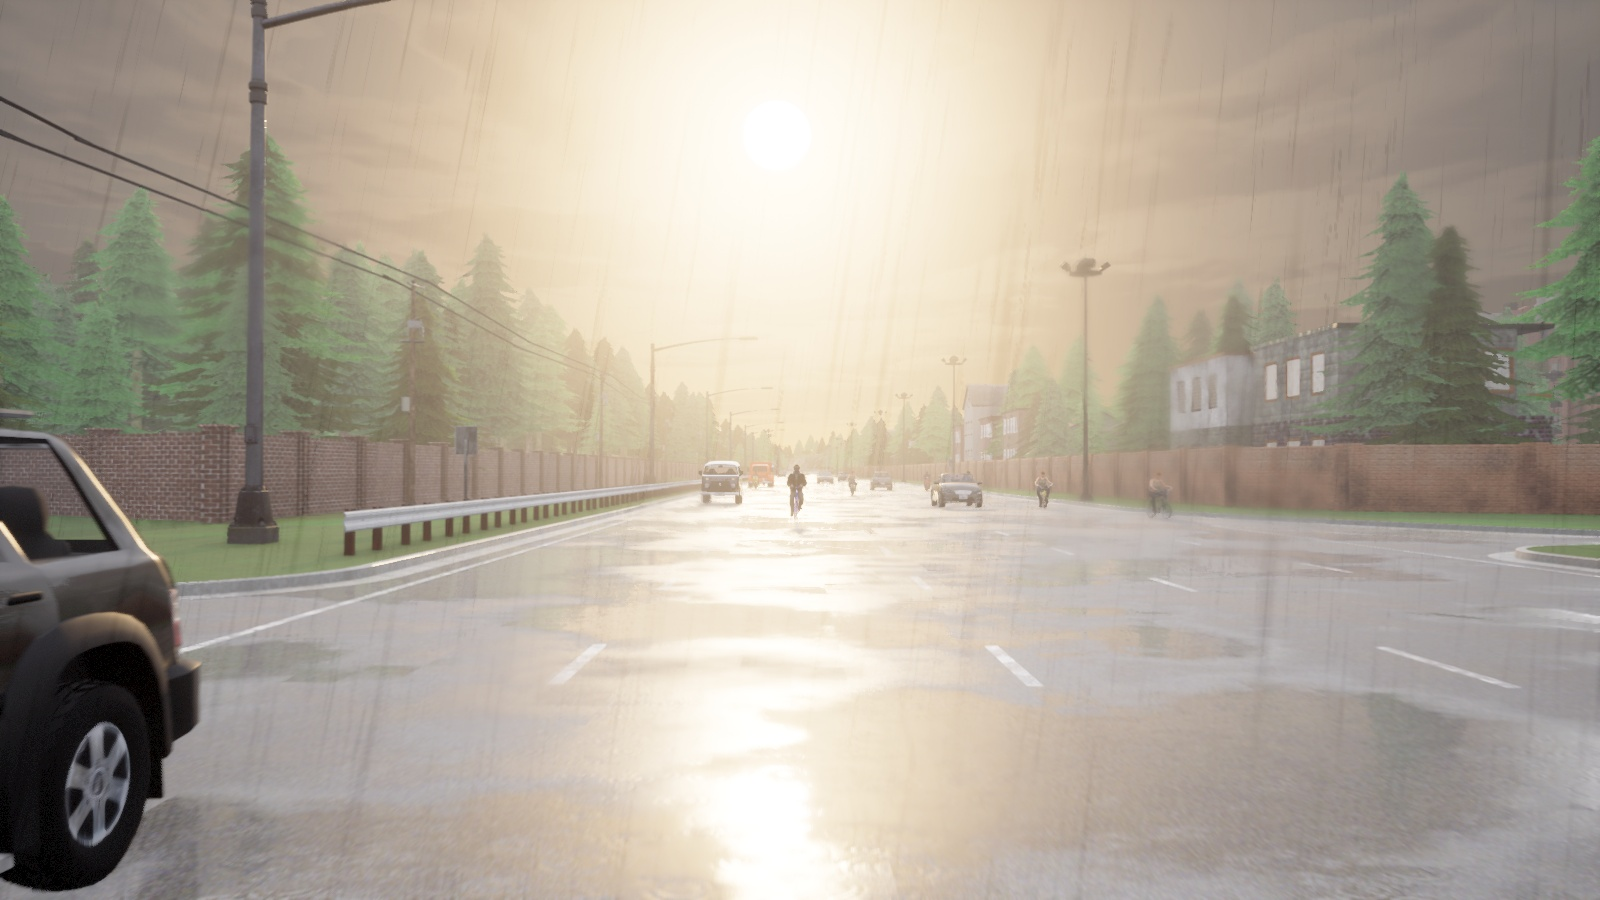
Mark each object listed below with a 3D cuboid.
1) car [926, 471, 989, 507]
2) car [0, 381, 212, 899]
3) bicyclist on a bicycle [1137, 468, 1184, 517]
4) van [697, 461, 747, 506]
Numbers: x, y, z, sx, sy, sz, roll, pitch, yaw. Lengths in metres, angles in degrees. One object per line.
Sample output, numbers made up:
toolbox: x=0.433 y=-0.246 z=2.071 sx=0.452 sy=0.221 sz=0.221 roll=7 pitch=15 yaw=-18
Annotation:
car: x=6.863 y=1.667 z=55.153 sx=2.128 sy=1.511 sz=4.902 roll=0 pitch=-1 yaw=0
car: x=-3.509 y=0.698 z=3.131 sx=1.932 sy=1.855 sz=4.605 roll=0 pitch=-1 yaw=0
bicyclist on a bicycle: x=12.011 y=1.404 z=41.855 sx=0.866 sy=1.612 sz=1.509 roll=0 pitch=-1 yaw=-15
van: x=-3.649 y=1.550 z=59.583 sx=2.069 sy=2.038 sz=4.480 roll=0 pitch=-1 yaw=0
